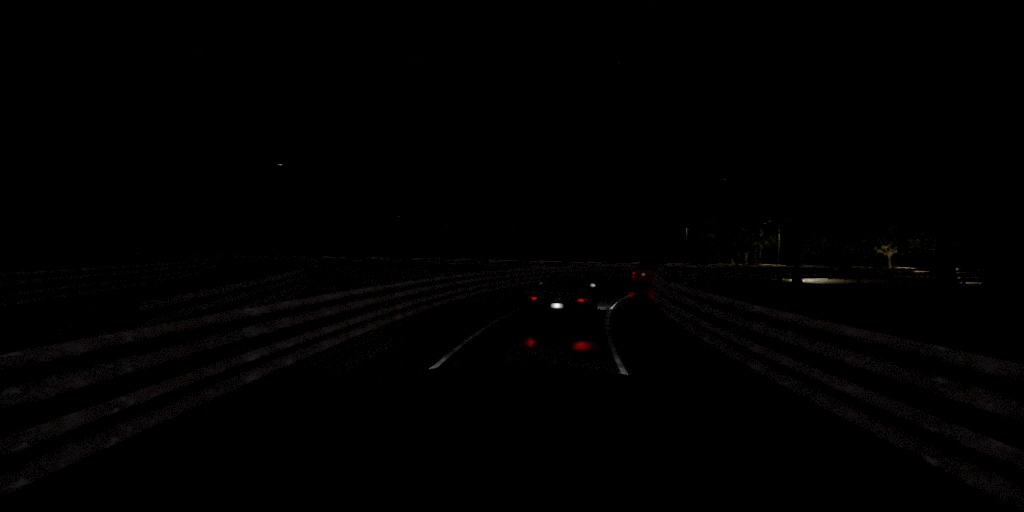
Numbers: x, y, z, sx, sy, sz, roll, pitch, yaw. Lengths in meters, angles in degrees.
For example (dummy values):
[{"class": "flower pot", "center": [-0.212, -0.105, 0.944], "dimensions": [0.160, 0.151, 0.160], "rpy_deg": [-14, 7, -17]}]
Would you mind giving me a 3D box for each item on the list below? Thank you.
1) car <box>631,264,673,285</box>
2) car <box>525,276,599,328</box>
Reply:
[{"class": "car", "center": [11.161, 1.406, 28.094], "dimensions": [2.097, 1.767, 4.553], "rpy_deg": [1, -1, 43]}, {"class": "car", "center": [1.773, 1.359, 11.845], "dimensions": [1.994, 1.385, 4.181], "rpy_deg": [0, 0, 15]}]
